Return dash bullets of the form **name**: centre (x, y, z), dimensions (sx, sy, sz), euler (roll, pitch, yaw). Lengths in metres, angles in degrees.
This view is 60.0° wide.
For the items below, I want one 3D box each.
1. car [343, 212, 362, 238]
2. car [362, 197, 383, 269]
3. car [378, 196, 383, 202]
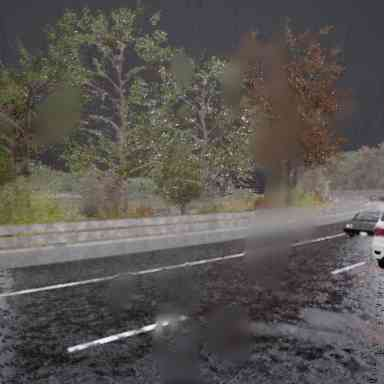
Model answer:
- **car**: centre (9.471, 1.639, 16.887), dimensions (1.895, 1.301, 4.718), euler (0, 0, 45)
- **car**: centre (7.493, 1.242, 10.139), dimensions (5.566, 2.045, 2.150), euler (0, 0, -42)
- **car**: centre (46.644, 1.695, 79.614), dimensions (1.812, 1.442, 4.674), euler (0, 0, 5)
